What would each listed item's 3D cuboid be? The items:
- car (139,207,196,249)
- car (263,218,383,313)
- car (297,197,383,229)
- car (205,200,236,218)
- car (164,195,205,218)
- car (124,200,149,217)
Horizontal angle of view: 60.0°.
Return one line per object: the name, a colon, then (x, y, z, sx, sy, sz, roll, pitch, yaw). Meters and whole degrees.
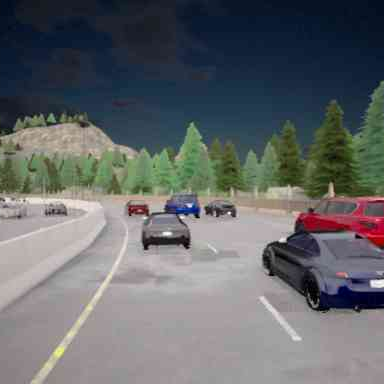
car: (-1.249, 1.576, 14.810, 1.994, 1.385, 4.181, 0, 0, -8)
car: (3.095, 1.559, 7.766, 1.994, 1.385, 4.181, 0, 0, -5)
car: (6.096, 1.211, 13.122, 2.150, 2.045, 5.566, 0, 0, -7)
car: (2.436, 1.514, 30.264, 1.837, 1.490, 4.892, 0, 0, -16)
car: (-0.939, 1.241, 29.554, 2.150, 2.045, 5.566, 0, 0, -17)
car: (-5.387, 1.511, 31.916, 1.882, 1.535, 5.008, 0, 0, -18)
